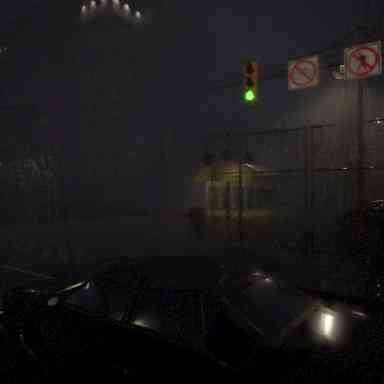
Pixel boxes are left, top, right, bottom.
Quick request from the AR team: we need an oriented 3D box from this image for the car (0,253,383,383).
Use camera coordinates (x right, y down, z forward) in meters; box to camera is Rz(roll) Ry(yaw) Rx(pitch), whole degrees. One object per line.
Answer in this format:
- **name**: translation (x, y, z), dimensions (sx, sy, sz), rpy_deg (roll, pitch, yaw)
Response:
- **car**: translation (-0.323, 1.544, 4.206), dimensions (5.357, 1.411, 2.033), rpy_deg (0, 0, 36)
